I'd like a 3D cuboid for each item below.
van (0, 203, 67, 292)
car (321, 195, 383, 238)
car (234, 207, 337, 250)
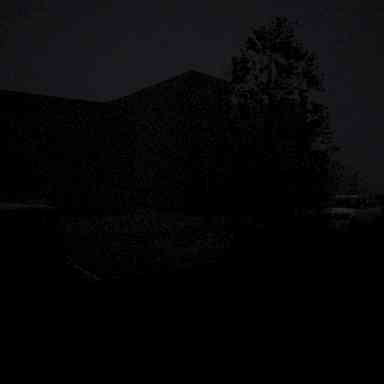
[{"bbox_3d":[-5.143,1.210,7.156,4.442,1.987,1.878,1,0,-36],"label":"van"},{"bbox_3d":[8.124,1.165,17.484,5.566,2.045,2.435,1,0,-43],"label":"car"},{"bbox_3d":[3.828,1.465,13.952,4.674,1.452,2.002,1,0,-39],"label":"car"}]
